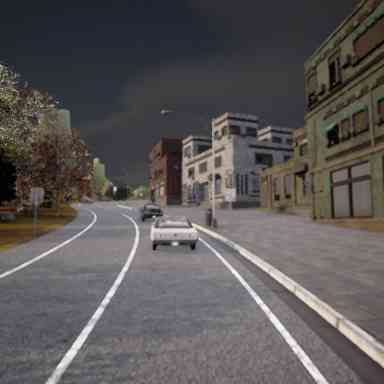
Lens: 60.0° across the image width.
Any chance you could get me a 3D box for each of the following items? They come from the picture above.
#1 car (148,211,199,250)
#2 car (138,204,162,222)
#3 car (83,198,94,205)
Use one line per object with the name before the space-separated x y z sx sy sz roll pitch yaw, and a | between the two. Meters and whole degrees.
car | -0.934 1.768 15.271 1.895 1.301 4.718 1 -1 -7
car | -3.806 1.858 30.421 1.837 1.490 4.892 1 -1 -14
car | -21.556 1.867 68.963 1.837 1.490 4.892 2 -1 -19
